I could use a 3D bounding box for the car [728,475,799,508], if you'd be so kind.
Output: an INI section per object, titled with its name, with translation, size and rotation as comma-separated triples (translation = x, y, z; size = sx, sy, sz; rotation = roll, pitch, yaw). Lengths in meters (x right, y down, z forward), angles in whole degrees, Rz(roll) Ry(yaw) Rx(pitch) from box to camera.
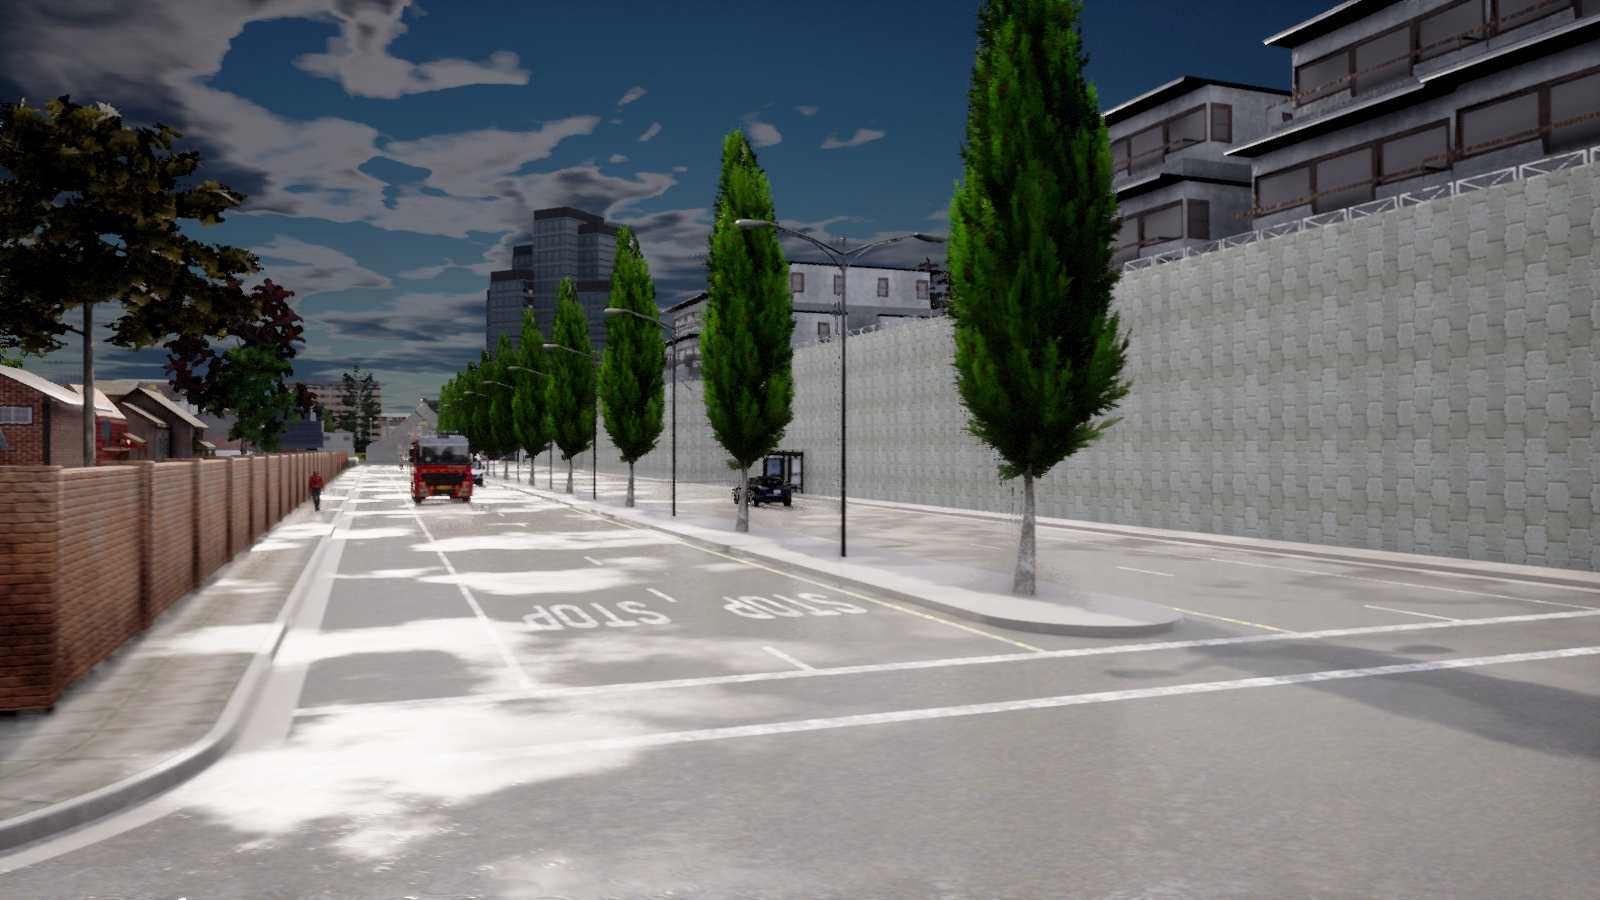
[car]
translation = -1.913, 2.072, 57.757
size = 2.163, 1.488, 4.792
rotation = 0, 0, -21

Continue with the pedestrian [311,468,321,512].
[pedestrian]
translation = -20.719, 1.695, 48.953
size = 0.375, 1.860, 0.375
rotation = 0, 0, -21

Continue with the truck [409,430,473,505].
[truck]
translation = -19.739, 0.892, 62.554
size = 2.891, 3.827, 8.468
rotation = 0, 0, -21
